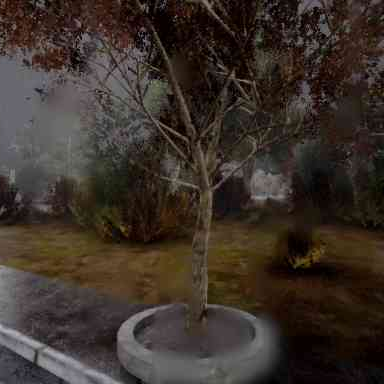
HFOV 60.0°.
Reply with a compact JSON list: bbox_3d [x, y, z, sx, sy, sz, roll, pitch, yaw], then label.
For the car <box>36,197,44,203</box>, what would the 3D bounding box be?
[{"bbox_3d":[-20.569,1.224,47.152,2.033,1.411,5.357,1,0,32],"label":"car"}]
